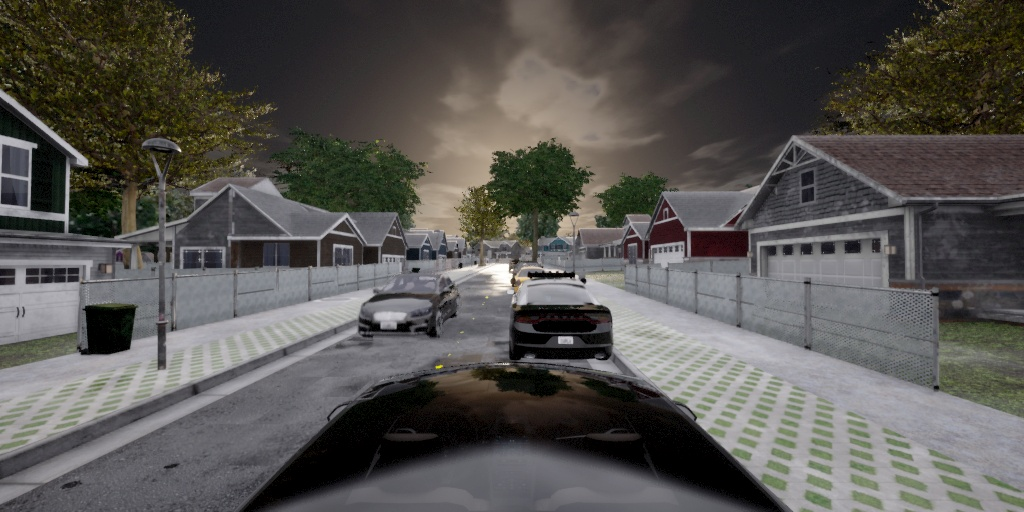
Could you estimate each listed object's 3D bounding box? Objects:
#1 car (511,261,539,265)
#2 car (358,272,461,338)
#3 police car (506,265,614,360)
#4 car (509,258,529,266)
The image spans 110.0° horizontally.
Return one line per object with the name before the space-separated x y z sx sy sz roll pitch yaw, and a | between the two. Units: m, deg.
car | 1.006 1.204 18.539 1.801 1.575 5.366 0 0 1
car | -2.655 1.241 10.230 2.128 1.511 4.902 0 0 1
police car | 0.905 1.176 8.457 1.930 1.638 5.238 0 0 1
car | 1.064 1.097 24.319 2.097 1.767 4.553 0 0 1
